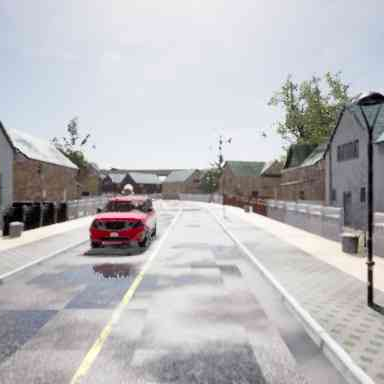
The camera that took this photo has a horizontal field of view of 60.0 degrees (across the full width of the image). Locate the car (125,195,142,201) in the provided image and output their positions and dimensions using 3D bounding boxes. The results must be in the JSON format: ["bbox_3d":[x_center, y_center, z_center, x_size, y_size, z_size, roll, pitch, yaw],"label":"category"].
[{"bbox_3d":[-14.056,1.457,80.152,1.895,1.301,4.718,0,0,-39],"label":"car"}]

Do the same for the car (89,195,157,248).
[{"bbox_3d":[-2.849,1.211,14.963,2.150,2.045,5.566,0,0,0],"label":"car"}]
